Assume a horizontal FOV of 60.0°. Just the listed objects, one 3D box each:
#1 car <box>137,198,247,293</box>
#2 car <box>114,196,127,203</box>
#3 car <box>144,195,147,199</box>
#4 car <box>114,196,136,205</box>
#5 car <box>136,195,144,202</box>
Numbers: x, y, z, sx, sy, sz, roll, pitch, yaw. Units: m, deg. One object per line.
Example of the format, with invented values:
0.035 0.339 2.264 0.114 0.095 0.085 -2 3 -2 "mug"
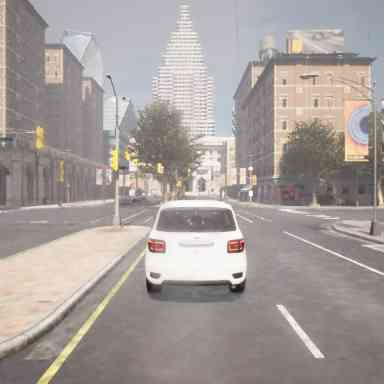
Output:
0.077 1.221 9.025 2.150 2.045 5.566 0 0 0 "car"
-14.955 1.594 69.866 1.895 1.301 4.718 0 0 0 "car"
-11.732 1.500 78.724 1.837 1.490 4.892 0 0 0 "car"
-11.726 1.505 58.489 1.837 1.490 4.892 0 0 0 "car"
-11.701 1.600 68.543 1.895 1.301 4.718 0 0 0 "car"
